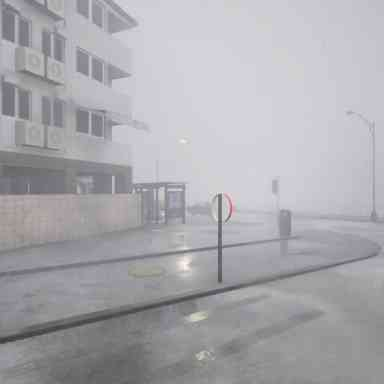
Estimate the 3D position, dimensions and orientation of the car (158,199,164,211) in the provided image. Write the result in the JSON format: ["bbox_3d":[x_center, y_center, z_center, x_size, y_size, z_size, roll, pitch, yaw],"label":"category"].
[{"bbox_3d":[-4.080,1.547,38.376,2.033,1.411,5.357,0,0,-35],"label":"car"}]

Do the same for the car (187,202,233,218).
[{"bbox_3d":[1.551,1.601,30.462,1.895,1.301,4.718,0,0,-35],"label":"car"}]
